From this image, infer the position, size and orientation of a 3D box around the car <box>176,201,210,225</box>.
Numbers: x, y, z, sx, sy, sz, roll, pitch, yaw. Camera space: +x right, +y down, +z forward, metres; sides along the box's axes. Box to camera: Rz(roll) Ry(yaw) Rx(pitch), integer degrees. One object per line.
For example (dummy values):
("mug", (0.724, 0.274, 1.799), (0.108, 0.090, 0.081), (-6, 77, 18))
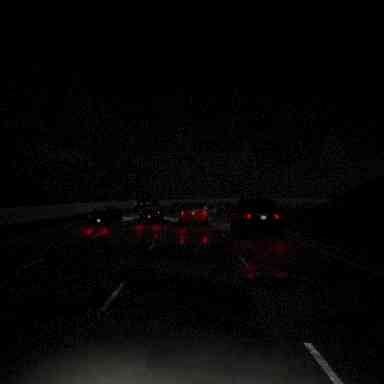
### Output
("car", (0.100, 1.595, 26.350), (2.097, 1.767, 4.553), (0, -1, 0))

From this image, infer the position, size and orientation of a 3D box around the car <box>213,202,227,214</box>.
("car", (4.032, 1.917, 40.091), (2.033, 1.411, 5.357), (0, -1, 7))

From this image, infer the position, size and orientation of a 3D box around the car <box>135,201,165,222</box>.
("car", (-3.401, 1.791, 28.775), (1.812, 1.442, 4.674), (0, -1, 0))

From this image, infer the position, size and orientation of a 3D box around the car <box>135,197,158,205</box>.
("car", (-5.927, 1.636, 44.971), (2.150, 2.045, 5.566), (0, -1, 10))

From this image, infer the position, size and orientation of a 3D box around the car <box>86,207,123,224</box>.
("car", (-6.902, 1.849, 26.844), (1.895, 1.301, 4.718), (0, -1, 0))

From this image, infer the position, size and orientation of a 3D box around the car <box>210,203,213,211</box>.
("car", (1.772, 1.988, 45.998), (1.994, 1.385, 4.181), (0, -1, 14))

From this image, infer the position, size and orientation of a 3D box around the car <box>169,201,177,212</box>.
("car", (-1.772, 1.990, 46.218), (1.994, 1.385, 4.181), (0, -1, 13))

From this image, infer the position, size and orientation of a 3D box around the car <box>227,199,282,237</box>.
("car", (3.599, 1.401, 19.414), (2.150, 2.045, 5.566), (0, -1, 0))
